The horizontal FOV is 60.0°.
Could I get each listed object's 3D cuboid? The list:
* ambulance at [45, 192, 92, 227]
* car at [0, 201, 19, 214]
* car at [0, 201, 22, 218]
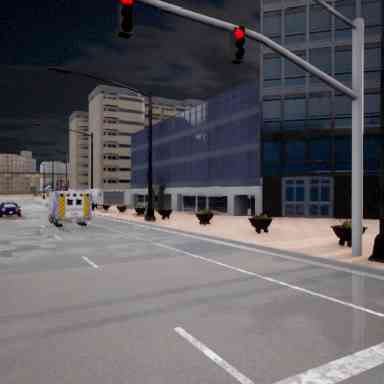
[{"bbox_3d":[-9.440,1.245,25.116,2.351,2.431,6.366,0,-1,-30],"label":"ambulance"},{"bbox_3d":[-24.484,1.995,44.429,2.128,1.511,4.902,0,-1,-30],"label":"car"},{"bbox_3d":[-19.379,1.905,35.569,1.812,1.442,4.674,0,-1,-29],"label":"car"}]
